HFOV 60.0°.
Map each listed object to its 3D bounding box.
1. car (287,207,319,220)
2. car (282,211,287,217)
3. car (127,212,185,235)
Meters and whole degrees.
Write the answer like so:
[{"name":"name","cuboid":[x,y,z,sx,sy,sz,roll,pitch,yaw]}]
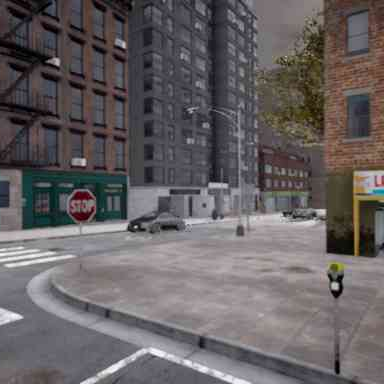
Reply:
[{"name":"car","cuboid":[13.457,2.552,39.337,2.033,1.411,5.357,-1,-2,35]},{"name":"car","cuboid":[13.709,2.732,44.551,1.895,1.301,4.718,-1,-2,36]},{"name":"car","cuboid":[-2.284,1.991,21.870,1.994,1.385,4.181,-1,-2,35]}]
